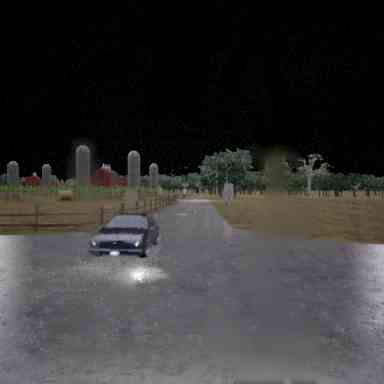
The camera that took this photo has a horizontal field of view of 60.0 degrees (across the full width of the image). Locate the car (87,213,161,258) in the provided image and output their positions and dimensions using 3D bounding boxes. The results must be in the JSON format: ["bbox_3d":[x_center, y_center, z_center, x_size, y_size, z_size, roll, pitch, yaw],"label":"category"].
[{"bbox_3d":[-2.337,1.538,12.963,2.033,1.411,5.357,1,0,1],"label":"car"}]
